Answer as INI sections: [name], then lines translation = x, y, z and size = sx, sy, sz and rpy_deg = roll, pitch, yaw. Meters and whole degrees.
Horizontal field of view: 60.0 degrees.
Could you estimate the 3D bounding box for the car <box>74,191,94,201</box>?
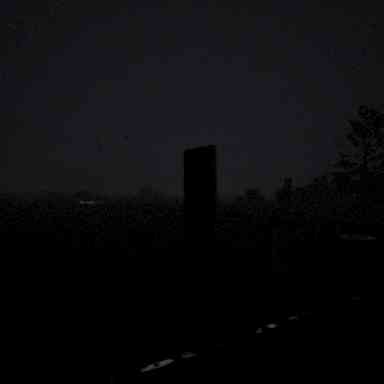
[car]
translation = -16.662, 0.551, 51.292
size = 1.882, 1.535, 5.008
rpy_deg = -1, 2, -35
